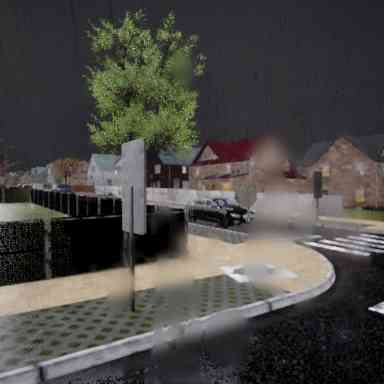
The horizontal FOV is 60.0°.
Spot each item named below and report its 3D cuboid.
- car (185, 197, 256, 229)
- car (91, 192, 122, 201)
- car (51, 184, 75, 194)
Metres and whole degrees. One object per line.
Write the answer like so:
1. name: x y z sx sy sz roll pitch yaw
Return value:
1. car: 1.478 1.085 18.685 2.128 1.511 4.902 0 2 -35
2. car: -8.247 0.681 32.578 1.895 1.301 4.718 0 2 -35
3. car: -18.340 -0.138 47.154 2.150 2.045 5.566 0 2 -35
